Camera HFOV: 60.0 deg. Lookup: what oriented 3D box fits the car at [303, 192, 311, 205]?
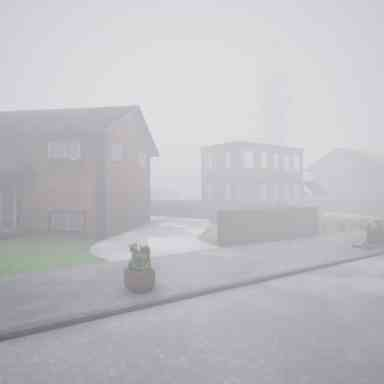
[{"bbox_3d":[9.233,0.972,30.151,3.866,1.878,1.905,0,0,-35],"label":"car"}]
